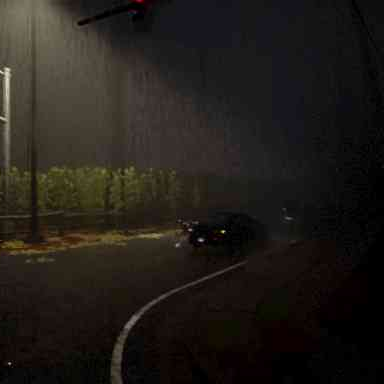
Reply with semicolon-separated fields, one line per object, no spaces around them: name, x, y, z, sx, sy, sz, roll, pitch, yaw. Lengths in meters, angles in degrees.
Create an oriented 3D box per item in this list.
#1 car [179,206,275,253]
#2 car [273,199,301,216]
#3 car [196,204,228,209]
car;1.615;1.520;13.842;1.812;1.442;4.674;0;0;34
car;8.981;1.448;31.712;1.837;1.490;4.892;0;1;33
car;1.110;1.484;19.548;1.837;1.490;4.892;0;0;33
